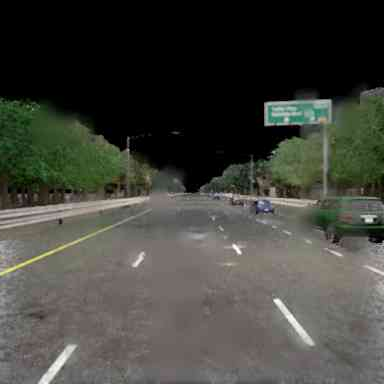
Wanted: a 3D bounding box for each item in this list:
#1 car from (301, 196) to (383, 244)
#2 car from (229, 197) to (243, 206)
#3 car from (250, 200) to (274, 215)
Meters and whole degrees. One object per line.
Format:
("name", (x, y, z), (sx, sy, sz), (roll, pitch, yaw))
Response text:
("car", (7.020, 1.220, 15.860), (2.150, 2.045, 5.566), (0, 0, 0))
("car", (7.108, 1.509, 53.566), (1.812, 1.442, 4.674), (0, 0, 0))
("car", (7.060, 1.520, 33.729), (1.812, 1.442, 4.674), (0, 0, 0))
